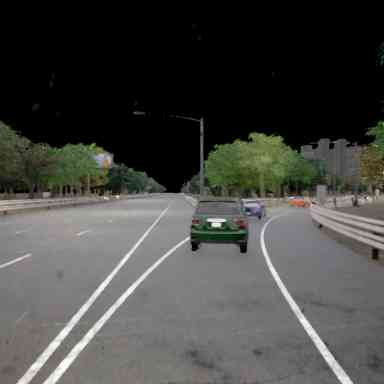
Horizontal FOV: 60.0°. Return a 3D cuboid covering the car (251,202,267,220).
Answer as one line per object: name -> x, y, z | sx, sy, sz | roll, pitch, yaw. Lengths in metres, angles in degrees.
car -> 5.323, 1.567, 28.881 | 1.812, 1.442, 4.674 | 0, 0, 20

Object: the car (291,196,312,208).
car -> 16.500, 1.414, 49.776 | 2.097, 1.767, 4.553 | 0, 0, 36

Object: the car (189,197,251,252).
car -> 1.321, 1.234, 14.234 | 2.150, 2.045, 5.566 | 0, 0, 10
